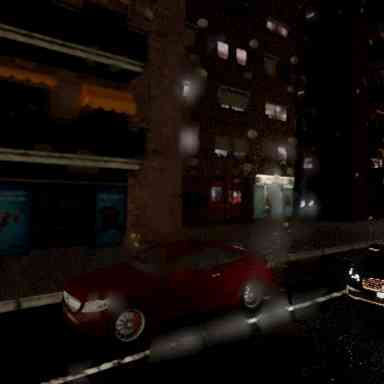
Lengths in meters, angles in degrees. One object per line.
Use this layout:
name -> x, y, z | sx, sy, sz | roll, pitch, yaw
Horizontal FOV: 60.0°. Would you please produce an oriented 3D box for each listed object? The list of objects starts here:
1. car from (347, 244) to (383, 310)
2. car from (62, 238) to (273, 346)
car -> 5.256, 1.541, 7.126 | 4.892, 1.490, 1.837 | 0, 0, -35
car -> -0.231, 1.597, 6.336 | 4.206, 1.307, 1.802 | 0, 1, -35
